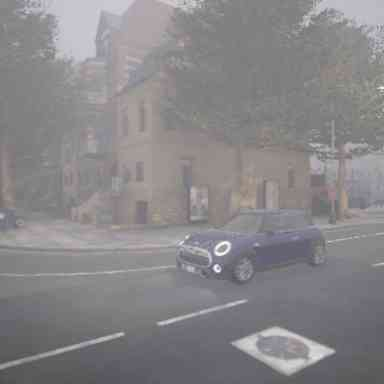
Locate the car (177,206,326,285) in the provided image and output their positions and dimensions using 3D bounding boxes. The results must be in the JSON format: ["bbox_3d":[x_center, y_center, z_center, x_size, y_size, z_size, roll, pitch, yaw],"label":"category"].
[{"bbox_3d":[1.791,1.318,9.569,4.553,1.767,2.097,0,0,-36],"label":"car"}]
